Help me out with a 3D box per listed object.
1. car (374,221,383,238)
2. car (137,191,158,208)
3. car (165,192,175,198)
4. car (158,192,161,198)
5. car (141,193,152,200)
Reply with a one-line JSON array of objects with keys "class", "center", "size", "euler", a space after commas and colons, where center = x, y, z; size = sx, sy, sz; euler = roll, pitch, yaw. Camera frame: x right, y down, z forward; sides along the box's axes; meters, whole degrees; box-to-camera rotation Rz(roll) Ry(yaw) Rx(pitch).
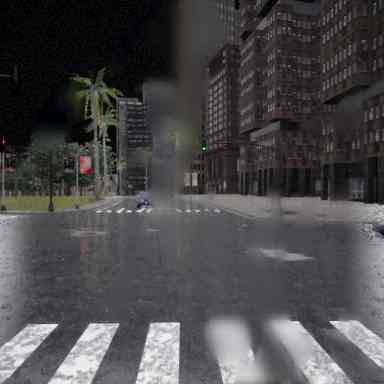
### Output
[{"class": "car", "center": [10.168, 1.558, 13.514], "size": [4.718, 1.301, 1.895], "euler": [0, 0, 22]}, {"class": "car", "center": [-5.710, 0.905, 41.900], "size": [2.150, 2.045, 5.566], "euler": [0, 1, -6]}, {"class": "car", "center": [-5.522, 0.676, 82.680], "size": [1.837, 1.490, 4.892], "euler": [0, 1, -12]}, {"class": "car", "center": [-8.823, 0.696, 82.580], "size": [2.128, 1.511, 4.902], "euler": [0, 1, -13]}, {"class": "car", "center": [-9.258, 0.926, 67.666], "size": [1.994, 1.385, 4.181], "euler": [0, 1, -9]}]
